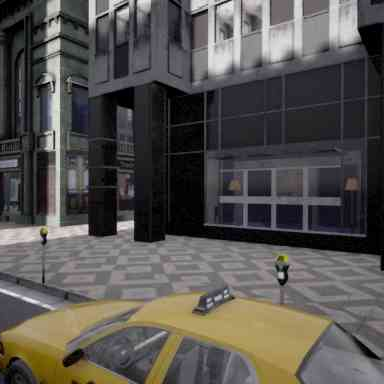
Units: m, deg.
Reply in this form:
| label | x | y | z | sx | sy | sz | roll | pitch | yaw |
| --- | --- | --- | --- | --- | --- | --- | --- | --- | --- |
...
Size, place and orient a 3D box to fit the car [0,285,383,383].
| label | x | y | z | sx | sy | sz | roll | pitch | yaw |
| --- | --- | --- | --- | --- | --- | --- | --- | --- | --- |
| car | -0.020 | 1.525 | 2.979 | 4.829 | 1.417 | 1.752 | 0 | 0 | 36 |
